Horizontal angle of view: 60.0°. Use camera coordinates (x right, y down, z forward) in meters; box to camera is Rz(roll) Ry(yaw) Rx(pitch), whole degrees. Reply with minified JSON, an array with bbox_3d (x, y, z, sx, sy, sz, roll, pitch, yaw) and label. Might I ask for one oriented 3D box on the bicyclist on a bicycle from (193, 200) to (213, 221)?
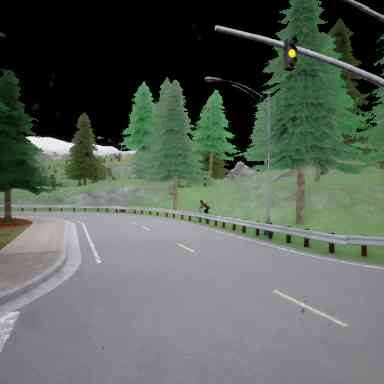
[{"bbox_3d":[0.876,1.432,25.515,1.656,1.620,0.582,-1,2,-20],"label":"bicyclist on a bicycle"}]
